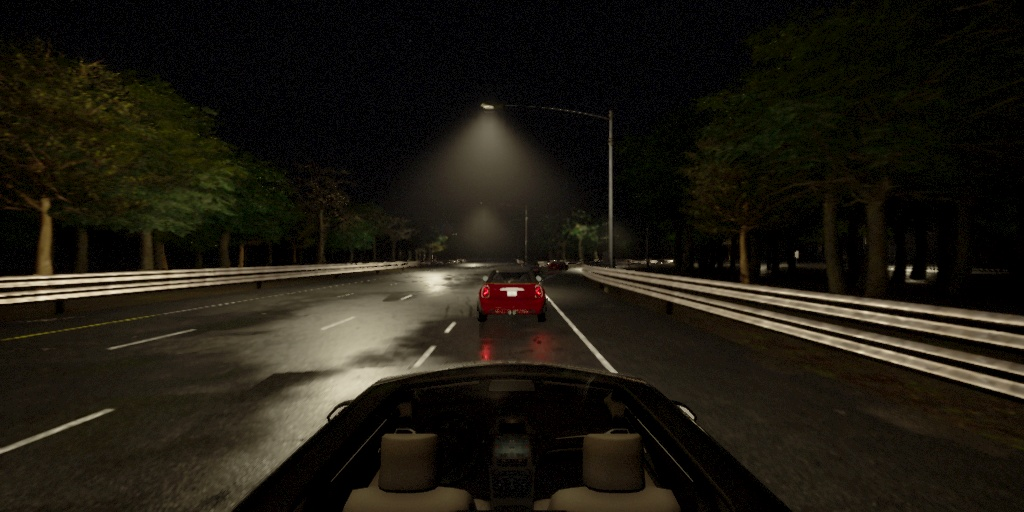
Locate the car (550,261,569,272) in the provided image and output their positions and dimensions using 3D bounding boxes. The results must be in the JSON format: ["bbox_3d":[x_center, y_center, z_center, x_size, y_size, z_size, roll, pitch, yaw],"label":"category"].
[{"bbox_3d":[6.658,1.407,50.904,1.882,1.535,5.008,-1,0,23],"label":"car"}]

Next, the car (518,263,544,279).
[{"bbox_3d":[1.947,1.439,35.675,1.994,1.385,4.181,0,0,12],"label":"car"}]

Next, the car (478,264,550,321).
[{"bbox_3d":[0.007,1.142,12.779,2.097,1.767,4.553,0,0,0],"label":"car"}]
